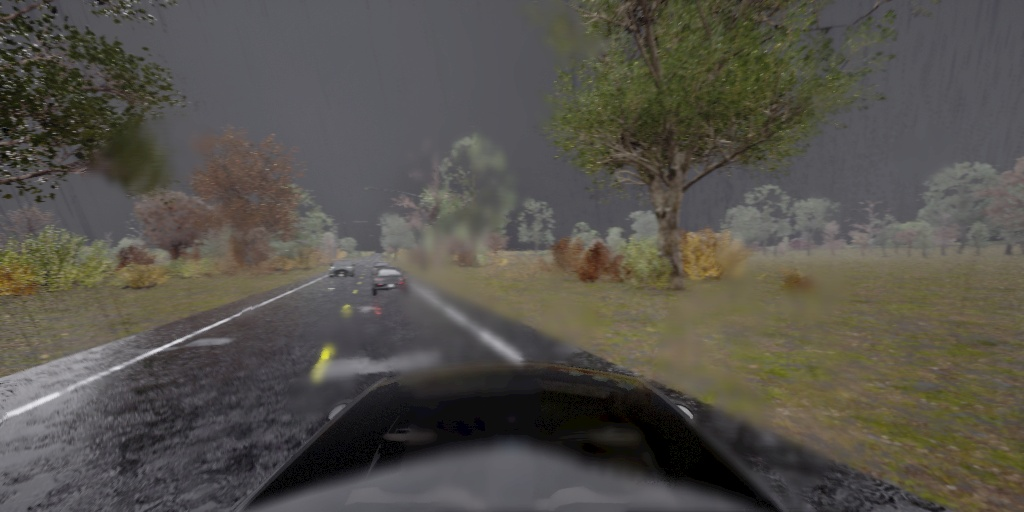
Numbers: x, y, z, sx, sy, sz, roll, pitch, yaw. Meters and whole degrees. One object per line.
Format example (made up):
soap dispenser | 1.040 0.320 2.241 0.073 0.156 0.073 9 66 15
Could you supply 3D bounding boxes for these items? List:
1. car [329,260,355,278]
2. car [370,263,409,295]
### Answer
car | -16.567 1.190 35.145 2.097 1.767 4.553 -1 0 -21
car | -6.886 1.310 20.232 1.812 1.442 4.674 -1 0 -21
